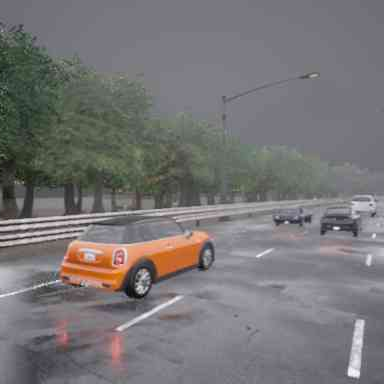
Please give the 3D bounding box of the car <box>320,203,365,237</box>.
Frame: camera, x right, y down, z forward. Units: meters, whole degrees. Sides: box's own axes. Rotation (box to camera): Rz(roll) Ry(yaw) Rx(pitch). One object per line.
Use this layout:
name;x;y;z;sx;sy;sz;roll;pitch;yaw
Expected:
car;8.592;1.602;19.049;1.837;1.490;4.892;0;-1;30

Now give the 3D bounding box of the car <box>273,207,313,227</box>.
car;7.401;1.734;23.947;1.895;1.301;4.718;0;0;31

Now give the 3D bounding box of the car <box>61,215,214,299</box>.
car;-1.147;1.419;9.038;2.097;1.767;4.553;0;0;30

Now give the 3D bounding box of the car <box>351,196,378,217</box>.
car;17.446;1.393;33.778;2.150;2.045;5.566;0;0;31
